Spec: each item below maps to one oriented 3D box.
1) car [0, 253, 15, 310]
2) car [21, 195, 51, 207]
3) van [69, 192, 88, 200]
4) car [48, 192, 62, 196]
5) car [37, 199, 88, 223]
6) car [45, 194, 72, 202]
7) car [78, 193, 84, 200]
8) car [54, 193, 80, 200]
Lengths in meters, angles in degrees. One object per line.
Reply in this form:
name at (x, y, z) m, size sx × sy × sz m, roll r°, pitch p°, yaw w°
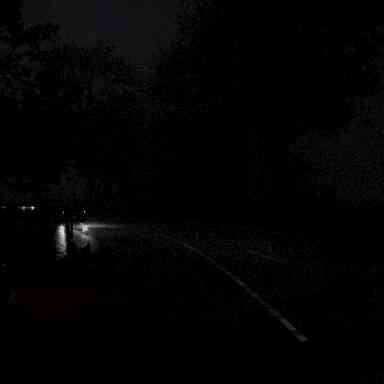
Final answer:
car at (-4.912, 1.495, 4.120) m, size 2.128 × 1.511 × 4.902 m, roll 0°, pitch 1°, yaw 37°
car at (-23.056, 1.393, 48.853) m, size 2.033 × 1.411 × 5.357 m, roll 0°, pitch 0°, yaw -4°
van at (-29.119, 0.945, 85.393) m, size 4.442 × 1.987 × 1.878 m, roll 0°, pitch 0°, yaw -3°
car at (-28.331, 1.033, 65.628) m, size 5.566 × 2.045 × 2.435 m, roll 0°, pitch 0°, yaw -3°
car at (-9.307, 1.424, 24.044) m, size 1.895 × 1.301 × 4.718 m, roll -1°, pitch 0°, yaw -41°
car at (-28.574, 1.256, 71.277) m, size 5.008 × 1.535 × 2.097 m, roll 0°, pitch 0°, yaw -3°
car at (-20.601, 1.340, 66.126) m, size 1.994 × 1.385 × 4.181 m, roll 0°, pitch 0°, yaw -2°
car at (-20.008, 1.349, 53.211) m, size 1.812 × 1.442 × 4.674 m, roll 0°, pitch 0°, yaw -2°
